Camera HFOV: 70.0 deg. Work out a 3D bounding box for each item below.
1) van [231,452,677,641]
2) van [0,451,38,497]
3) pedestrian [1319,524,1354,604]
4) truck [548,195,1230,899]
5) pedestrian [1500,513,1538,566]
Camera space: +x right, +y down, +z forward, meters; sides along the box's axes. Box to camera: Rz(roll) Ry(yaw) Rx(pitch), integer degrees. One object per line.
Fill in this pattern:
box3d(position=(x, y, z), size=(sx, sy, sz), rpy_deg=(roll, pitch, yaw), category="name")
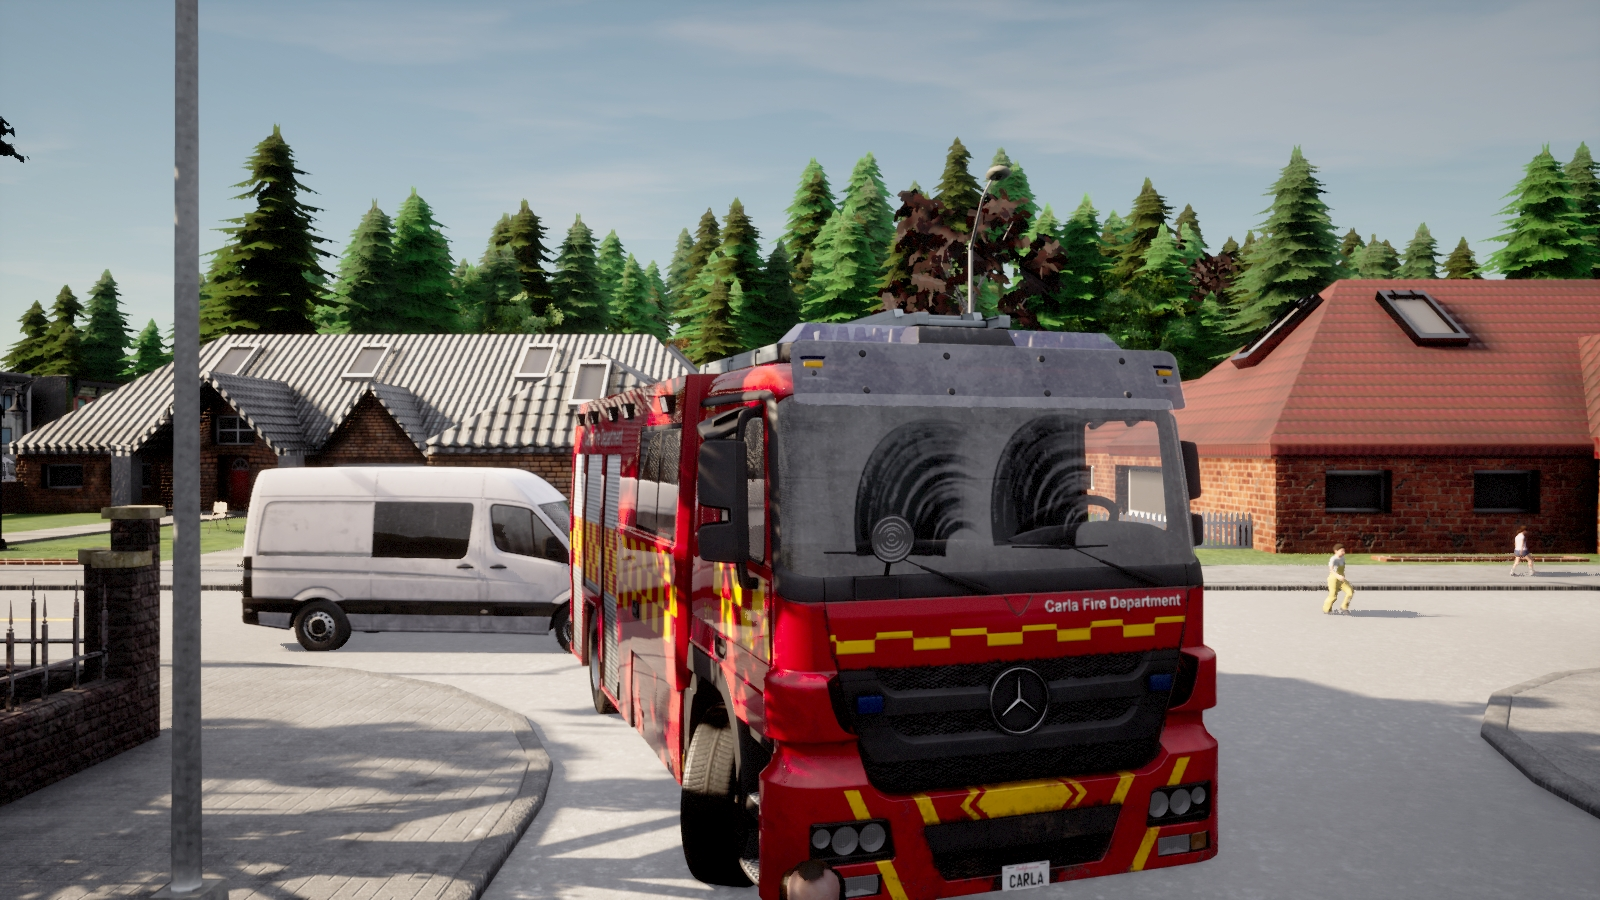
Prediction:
box3d(position=(-4.893, 1.315, 16.702), size=(5.915, 2.561, 1.988), rpy_deg=(0, 0, 3), category="van")
box3d(position=(-45.128, 1.314, 63.179), size=(1.988, 2.561, 5.915), rpy_deg=(0, 0, 0), category="van")
box3d(position=(9.040, 1.908, 19.265), size=(0.375, 1.300, 0.375), rpy_deg=(0, 0, -23), category="pedestrian")
box3d(position=(-0.279, 0.670, 10.050), size=(2.891, 3.827, 8.468), rpy_deg=(0, 0, -19), category="truck")
box3d(position=(15.372, 1.905, 24.428), size=(0.500, 1.100, 0.500), rpy_deg=(0, 0, -2), category="pedestrian")
